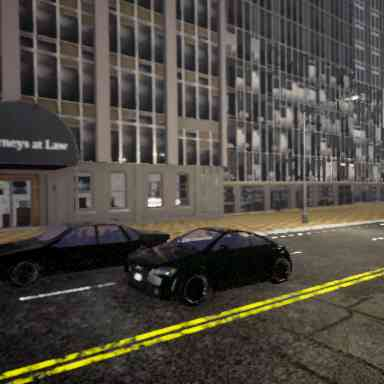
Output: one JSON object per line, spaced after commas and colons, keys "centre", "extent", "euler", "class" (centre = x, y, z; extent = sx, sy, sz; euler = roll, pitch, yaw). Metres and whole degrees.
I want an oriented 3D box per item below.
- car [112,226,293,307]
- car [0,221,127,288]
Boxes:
{"centre": [0.511, 1.565, 8.040], "extent": [4.181, 1.385, 1.994], "euler": [0, 0, -36], "class": "car"}
{"centre": [-3.087, 1.553, 9.467], "extent": [5.357, 1.411, 2.033], "euler": [0, 0, -36], "class": "car"}
